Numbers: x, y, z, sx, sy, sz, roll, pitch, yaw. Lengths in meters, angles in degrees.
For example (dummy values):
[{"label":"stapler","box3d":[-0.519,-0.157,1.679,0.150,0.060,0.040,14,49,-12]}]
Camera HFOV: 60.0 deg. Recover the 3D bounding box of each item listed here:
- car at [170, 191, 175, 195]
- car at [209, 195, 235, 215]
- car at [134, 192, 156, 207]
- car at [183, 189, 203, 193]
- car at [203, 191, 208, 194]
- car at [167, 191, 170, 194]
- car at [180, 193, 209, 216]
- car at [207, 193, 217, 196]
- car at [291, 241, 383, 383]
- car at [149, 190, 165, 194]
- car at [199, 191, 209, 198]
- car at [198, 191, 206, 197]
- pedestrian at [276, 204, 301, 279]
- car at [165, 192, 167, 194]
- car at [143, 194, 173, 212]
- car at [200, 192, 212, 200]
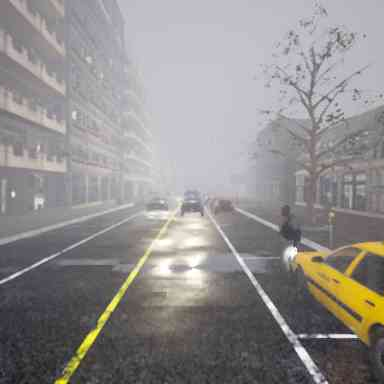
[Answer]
[{"label":"car","box3d":[-5.798,0.542,79.220,1.947,1.339,4.313,0,1,0]},{"label":"car","box3d":[2.650,1.198,27.961,1.802,1.307,4.206,0,1,0]},{"label":"car","box3d":[-5.746,1.051,39.345,1.802,1.307,4.206,0,1,0]},{"label":"car","box3d":[0.002,0.644,43.128,2.150,2.045,5.566,0,1,0]},{"label":"car","box3d":[2.626,0.836,45.047,1.967,1.590,4.097,0,1,0]},{"label":"car","box3d":[-5.776,0.732,62.131,2.008,1.369,4.403,0,1,0]},{"label":"car","box3d":[0.037,1.113,27.659,2.128,1.511,4.902,0,1,0]},{"label":"car","box3d":[2.643,1.108,33.657,1.947,1.339,4.313,0,1,0]},{"label":"car","box3d":[2.993,1.384,4.981,1.801,1.575,5.366,0,1,0]},{"label":"car","box3d":[-5.762,0.639,50.734,2.192,1.841,5.009,0,1,0]},{"label":"car","box3d":[2.590,0.589,73.528,1.887,1.381,4.507,0,1,0]},{"label":"car","box3d":[2.575,0.455,84.921,1.887,1.381,4.507,0,1,0]},{"label":"pedestrian","box3d":[2.318,1.181,7.967,0.375,1.860,0.375,0,1,0]},{"label":"car","box3d":[-5.769,0.692,56.433,1.967,1.590,4.097,0,1,0]},{"label":"car","box3d":[-3.137,1.133,31.531,1.994,1.385,4.181,0,1,0]},{"label":"car","box3d":[2.605,0.732,62.137,2.008,1.369,4.403,0,1,0]}]
